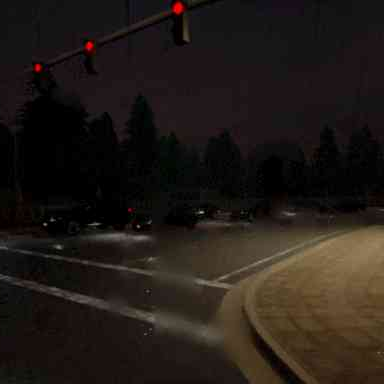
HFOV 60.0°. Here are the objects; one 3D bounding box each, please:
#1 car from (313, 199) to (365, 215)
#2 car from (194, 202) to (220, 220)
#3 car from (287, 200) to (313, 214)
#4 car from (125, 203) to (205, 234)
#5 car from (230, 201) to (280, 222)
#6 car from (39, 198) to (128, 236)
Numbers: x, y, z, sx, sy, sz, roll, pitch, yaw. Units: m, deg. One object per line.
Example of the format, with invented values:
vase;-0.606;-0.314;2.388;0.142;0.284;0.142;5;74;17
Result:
car;15.129;1.461;33.620;5.008;1.535;1.882;0;0;-23
car;0.293;1.628;27.450;1.837;1.490;4.892;-1;0;44
car;12.448;1.597;36.187;4.181;1.385;1.994;0;0;-25
car;-1.516;1.626;20.210;1.812;1.442;4.674;-1;0;39
car;5.233;1.542;27.444;5.008;1.535;1.882;0;0;-40
car;-6.165;1.377;19.978;2.150;2.045;5.566;-1;0;38
